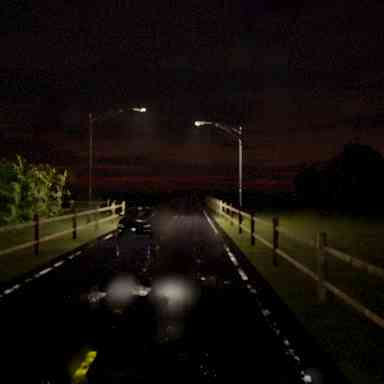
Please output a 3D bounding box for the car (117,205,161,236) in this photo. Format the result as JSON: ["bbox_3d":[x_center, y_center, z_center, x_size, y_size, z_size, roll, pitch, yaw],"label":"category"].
[{"bbox_3d":[-2.760,1.523,18.093,1.837,1.490,4.892,0,0,0],"label":"car"}]

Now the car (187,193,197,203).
[{"bbox_3d":[-0.036,1.438,63.588,1.994,1.385,4.181,0,0,0],"label":"car"}]

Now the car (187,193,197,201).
[{"bbox_3d":[-0.042,1.089,73.594,2.097,1.767,4.553,0,0,0],"label":"car"}]
